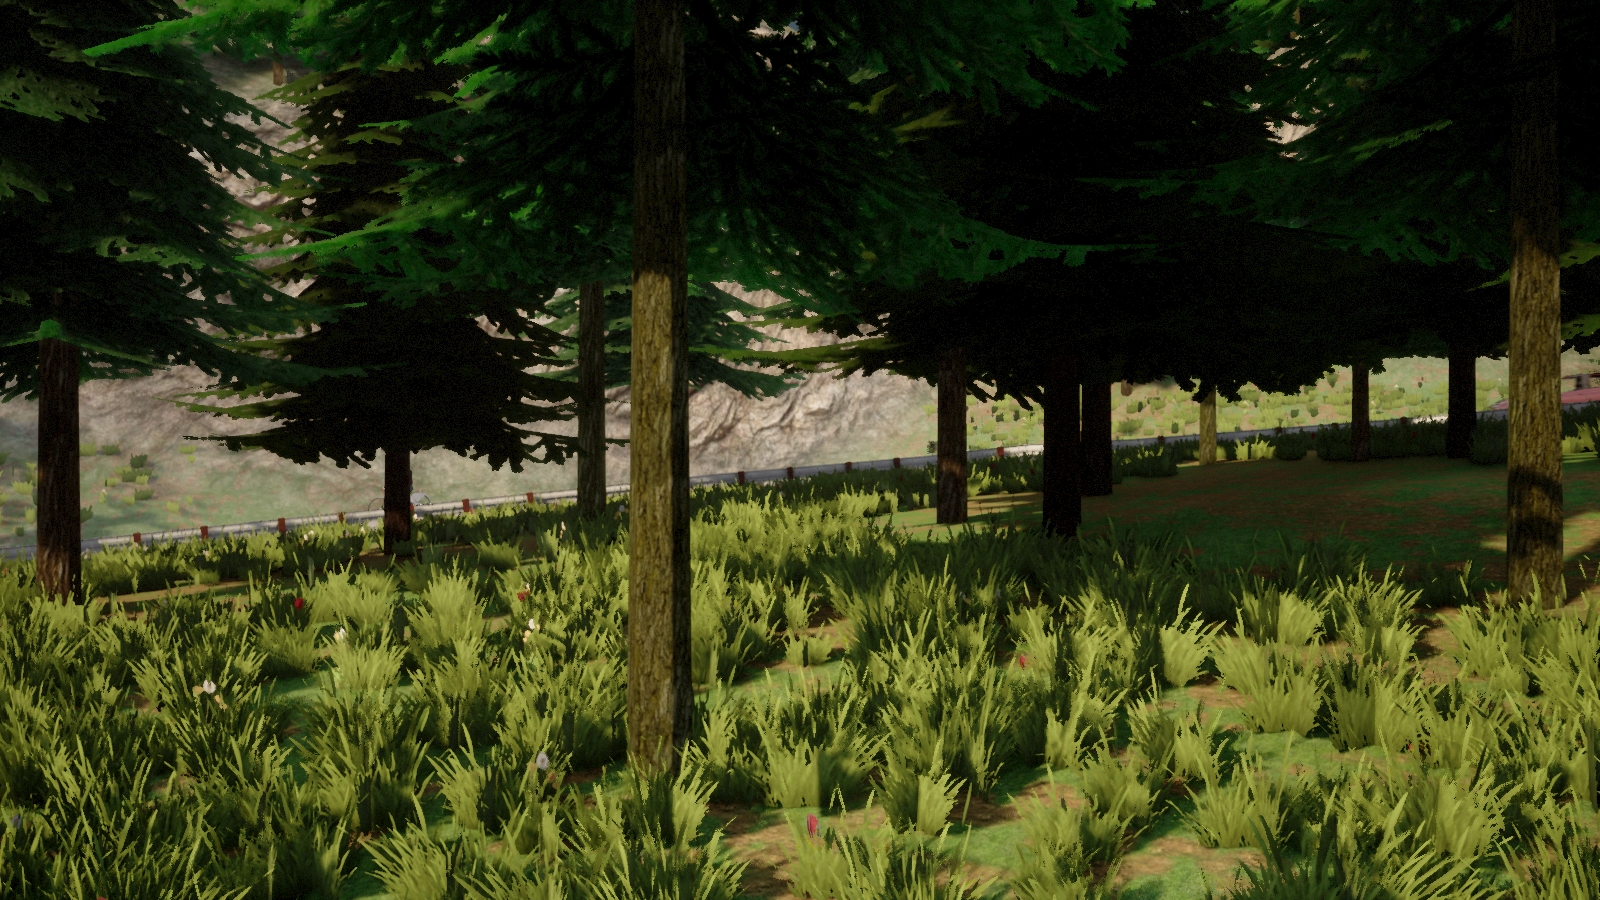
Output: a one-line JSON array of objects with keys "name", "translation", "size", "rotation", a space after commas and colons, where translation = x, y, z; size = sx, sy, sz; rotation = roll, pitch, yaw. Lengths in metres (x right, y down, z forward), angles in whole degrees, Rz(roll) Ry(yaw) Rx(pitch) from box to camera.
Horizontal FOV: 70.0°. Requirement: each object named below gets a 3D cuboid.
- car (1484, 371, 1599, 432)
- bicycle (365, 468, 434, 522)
[{"name": "car", "translation": [23.394, -1.501, 34.433], "size": [4.514, 1.525, 2.007], "rotation": [-5, -2, 27]}, {"name": "bicycle", "translation": [-12.075, 1.353, 34.490], "size": [1.835, 1.471, 0.329], "rotation": [-5, 2, -29]}]
